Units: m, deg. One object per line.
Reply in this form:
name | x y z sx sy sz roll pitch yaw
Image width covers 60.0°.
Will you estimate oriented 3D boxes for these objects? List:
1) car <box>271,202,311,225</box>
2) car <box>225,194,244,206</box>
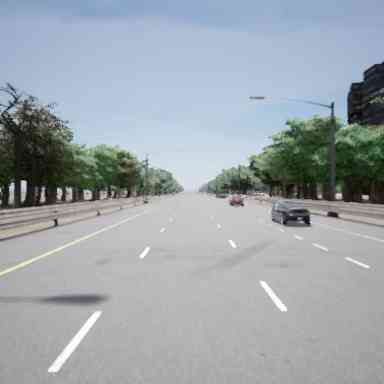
car | 7.025 1.508 24.051 1.837 1.490 4.892 0 0 0
car | 7.093 1.353 54.334 2.097 1.767 4.553 0 0 0
